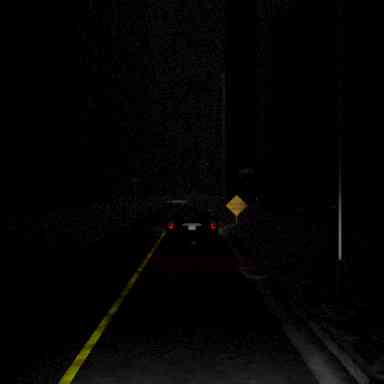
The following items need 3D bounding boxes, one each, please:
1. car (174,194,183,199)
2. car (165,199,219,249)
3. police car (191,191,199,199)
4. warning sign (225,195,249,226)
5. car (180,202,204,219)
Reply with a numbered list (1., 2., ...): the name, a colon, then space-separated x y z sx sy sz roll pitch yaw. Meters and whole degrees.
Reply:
1. car: -3.000 1.184 75.910 2.033 1.411 5.357 0 0 0
2. car: 0.000 1.363 14.619 2.097 1.767 4.553 0 0 0
3. police car: 0.900 1.095 95.298 1.930 1.638 5.238 0 0 0
4. warning sign: 2.714 1.105 20.193 1.300 1.860 1.060 0 0 0
5. car: 0.000 1.585 29.678 1.895 1.301 4.718 0 0 0
